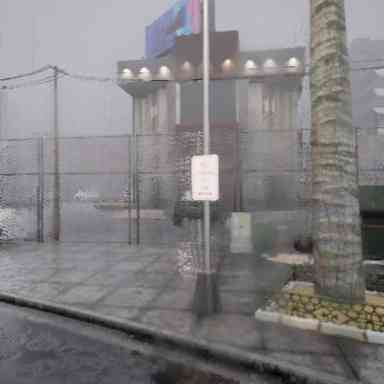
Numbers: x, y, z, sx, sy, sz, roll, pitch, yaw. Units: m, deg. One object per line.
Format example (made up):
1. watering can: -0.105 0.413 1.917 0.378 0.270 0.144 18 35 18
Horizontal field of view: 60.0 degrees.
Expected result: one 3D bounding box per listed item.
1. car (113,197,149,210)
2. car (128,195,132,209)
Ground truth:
1. car: -7.435 1.398 40.739 3.806 1.475 1.970 0 0 10
2. car: -8.261 1.377 35.863 4.674 1.452 2.002 0 0 10
